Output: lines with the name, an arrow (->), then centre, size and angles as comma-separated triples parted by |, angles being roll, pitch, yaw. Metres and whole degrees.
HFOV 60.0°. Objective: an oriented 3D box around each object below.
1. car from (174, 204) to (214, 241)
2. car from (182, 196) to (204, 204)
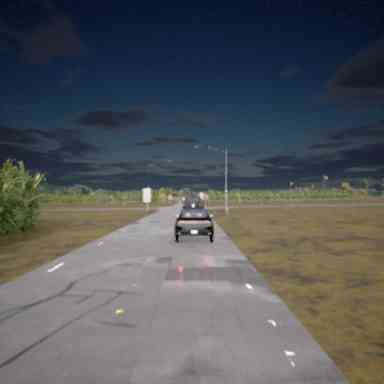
car -> 0.105, 1.569, 17.026 | 2.128, 1.511, 4.902 | 0, -1, 0
car -> 0.109, 1.484, 34.820 | 2.150, 2.045, 5.566 | 0, -1, 0
